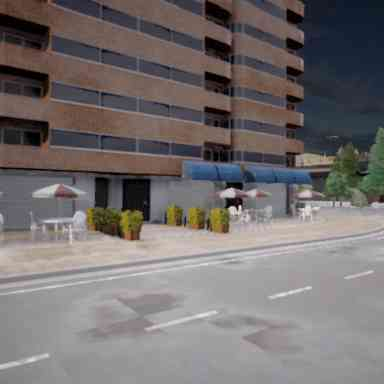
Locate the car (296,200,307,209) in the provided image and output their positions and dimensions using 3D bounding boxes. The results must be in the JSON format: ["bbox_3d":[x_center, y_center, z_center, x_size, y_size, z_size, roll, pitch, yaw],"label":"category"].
[{"bbox_3d":[16.077,1.944,53.223,1.812,1.442,4.674,1,-1,-35],"label":"car"}]
